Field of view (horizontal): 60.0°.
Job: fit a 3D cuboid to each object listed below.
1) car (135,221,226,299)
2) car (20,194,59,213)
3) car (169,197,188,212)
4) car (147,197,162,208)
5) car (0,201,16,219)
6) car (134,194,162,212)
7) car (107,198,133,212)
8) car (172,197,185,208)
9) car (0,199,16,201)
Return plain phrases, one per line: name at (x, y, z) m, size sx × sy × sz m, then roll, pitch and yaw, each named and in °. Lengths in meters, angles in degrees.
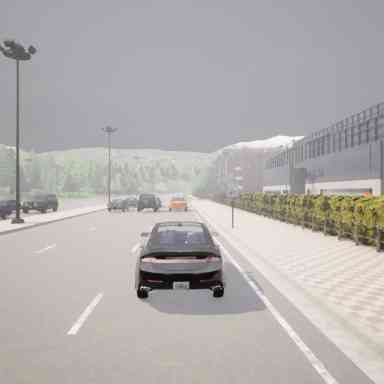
car at (-0.307, 1.492, 8.496) m, size 2.128 × 1.511 × 4.902 m, roll 0°, pitch 0°, yaw -3°
car at (-16.570, 1.221, 36.632) m, size 2.150 × 2.045 × 5.566 m, roll 0°, pitch 0°, yaw -3°
car at (-1.618, 1.352, 39.687) m, size 2.097 × 1.767 × 4.553 m, roll 0°, pitch 0°, yaw -2°
car at (-5.498, 1.478, 49.575) m, size 1.882 × 1.535 × 5.008 m, roll 0°, pitch 0°, yaw -2°
car at (-16.184, 1.601, 26.146) m, size 1.895 × 1.301 × 4.718 m, roll 0°, pitch 0°, yaw -2°
car at (-5.091, 1.221, 38.895) m, size 2.150 × 2.045 × 5.566 m, roll 0°, pitch 0°, yaw -2°
car at (-8.603, 1.547, 39.147) m, size 2.033 × 1.411 × 5.357 m, roll 0°, pitch 0°, yaw -2°
car at (-2.002, 1.505, 49.736) m, size 1.837 × 1.490 × 4.892 m, roll 0°, pitch 0°, yaw -2°
car at (-20.033, 1.505, 35.439) m, size 1.837 × 1.490 × 4.892 m, roll 0°, pitch 0°, yaw -2°
